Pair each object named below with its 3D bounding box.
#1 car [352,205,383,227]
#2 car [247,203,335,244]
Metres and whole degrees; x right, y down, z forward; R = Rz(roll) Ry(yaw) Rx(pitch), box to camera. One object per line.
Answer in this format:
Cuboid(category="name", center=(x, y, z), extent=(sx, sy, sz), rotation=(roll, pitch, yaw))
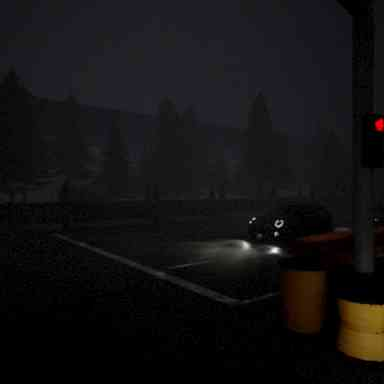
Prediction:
Cuboid(category="car", center=(12.561, 1.537, 21.546), extent=(5.357, 1.411, 2.033), rotation=(0, 0, -36))
Cuboid(category="car", center=(4.806, 1.347, 16.010), extent=(4.553, 1.767, 2.097), rotation=(0, 0, -35))
